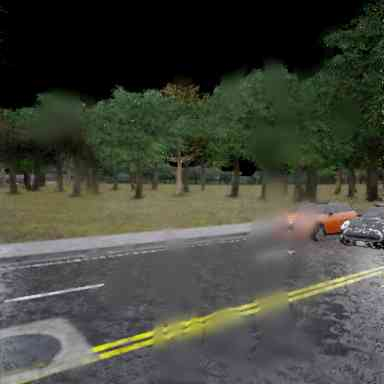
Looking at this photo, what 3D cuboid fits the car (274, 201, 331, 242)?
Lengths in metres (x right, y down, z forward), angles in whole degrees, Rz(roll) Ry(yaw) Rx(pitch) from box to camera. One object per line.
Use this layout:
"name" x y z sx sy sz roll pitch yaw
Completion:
"car" 6.044 1.256 15.982 4.553 1.767 2.097 -1 0 -35

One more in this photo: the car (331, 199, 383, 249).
"car" 7.930 1.256 13.336 4.553 1.767 2.097 -1 0 -35
